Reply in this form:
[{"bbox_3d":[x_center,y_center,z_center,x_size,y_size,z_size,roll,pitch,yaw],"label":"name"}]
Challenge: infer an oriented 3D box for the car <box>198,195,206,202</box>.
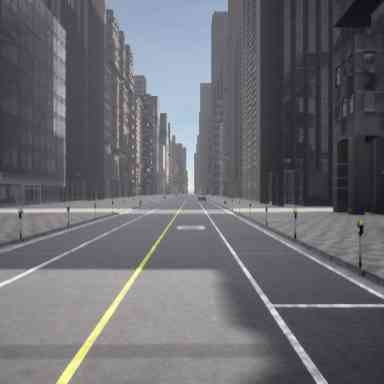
[{"bbox_3d":[2.360,1.497,79.677,1.882,1.535,5.008,0,0,0],"label":"car"}]
